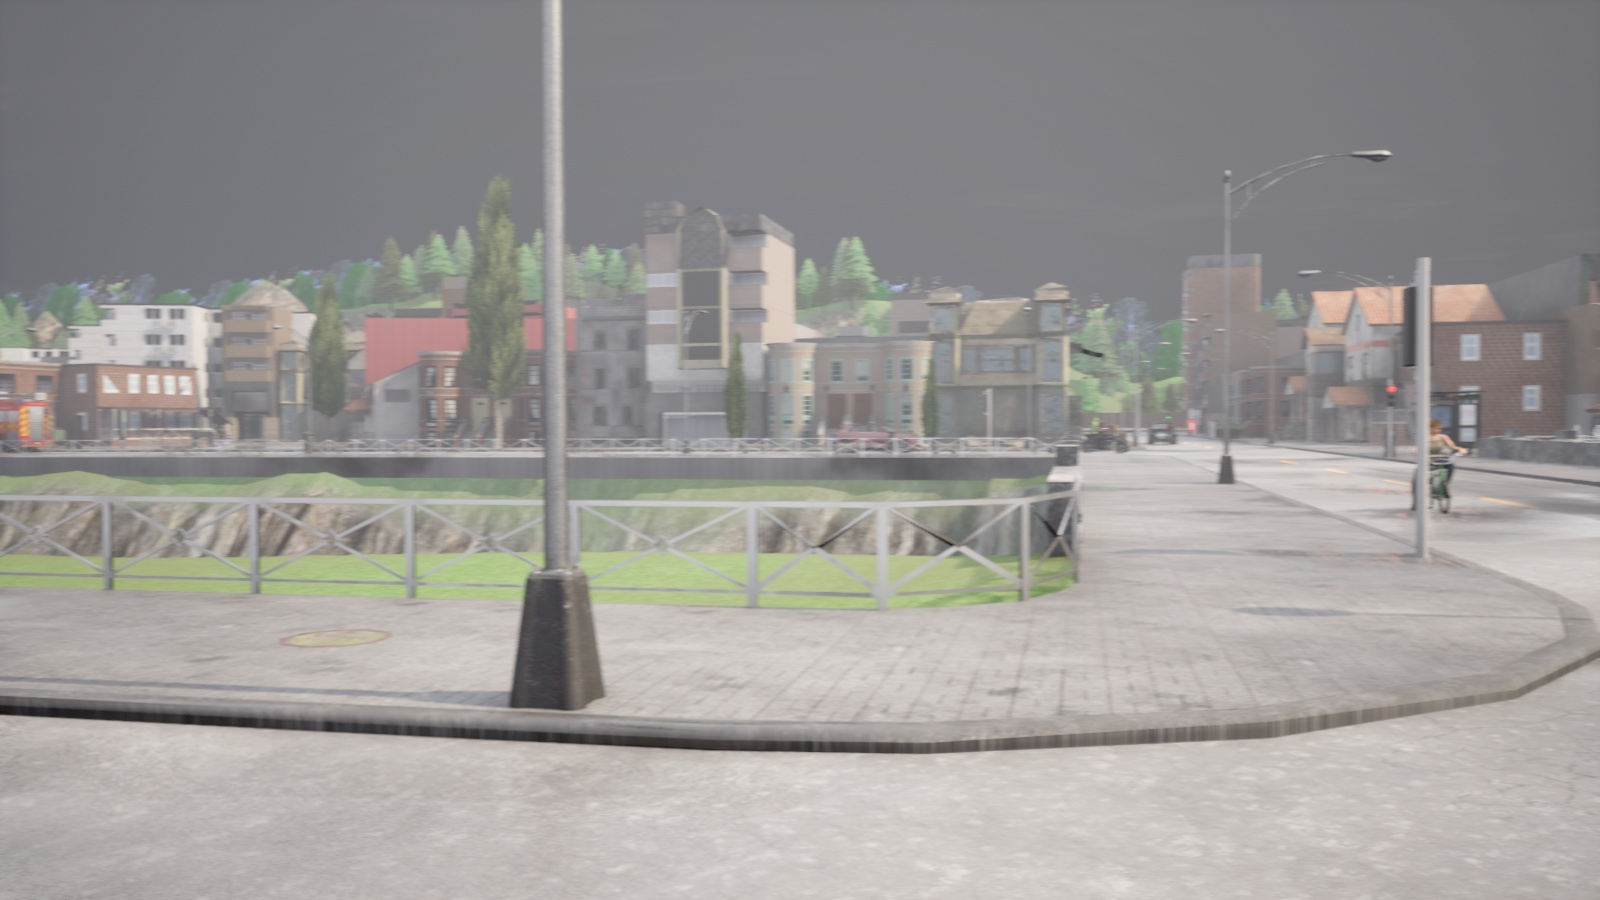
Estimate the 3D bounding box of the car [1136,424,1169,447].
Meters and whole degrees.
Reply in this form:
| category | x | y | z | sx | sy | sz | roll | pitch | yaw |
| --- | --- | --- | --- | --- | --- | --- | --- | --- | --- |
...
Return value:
| category | x | y | z | sx | sy | sz | roll | pitch | yaw |
| --- | --- | --- | --- | --- | --- | --- | --- | --- | --- |
| car | 25.904 | -1.067 | 92.358 | 2.033 | 1.649 | 4.856 | 0 | 1 | 12 |

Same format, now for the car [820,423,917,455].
| category | x | y | z | sx | sy | sz | roll | pitch | yaw |
| --- | --- | --- | --- | --- | --- | --- | --- | --- | --- |
| car | 3.616 | -0.583 | 66.166 | 4.856 | 1.649 | 2.033 | 0 | 1 | 12 |

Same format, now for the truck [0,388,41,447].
| category | x | y | z | sx | sy | sz | roll | pitch | yaw |
| --- | --- | --- | --- | --- | --- | --- | --- | --- | --- |
| truck | -54.843 | -2.142 | 82.794 | 8.468 | 3.827 | 2.891 | 0 | 1 | 12 |

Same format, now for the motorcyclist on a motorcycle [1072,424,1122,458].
| category | x | y | z | sx | sy | sz | roll | pitch | yaw |
| --- | --- | --- | --- | --- | --- | --- | --- | --- | --- |
| motorcyclist on a motorcycle | 14.942 | -0.477 | 63.180 | 2.350 | 1.649 | 0.766 | 1 | 2 | 26 |

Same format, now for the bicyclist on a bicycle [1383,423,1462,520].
| category | x | y | z | sx | sy | sz | roll | pitch | yaw |
| --- | --- | --- | --- | --- | --- | --- | --- | --- | --- |
| bicyclist on a bicycle | 10.733 | 0.343 | 21.701 | 0.866 | 1.612 | 1.509 | 0 | 1 | 12 |
